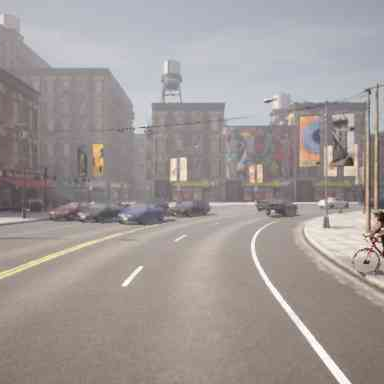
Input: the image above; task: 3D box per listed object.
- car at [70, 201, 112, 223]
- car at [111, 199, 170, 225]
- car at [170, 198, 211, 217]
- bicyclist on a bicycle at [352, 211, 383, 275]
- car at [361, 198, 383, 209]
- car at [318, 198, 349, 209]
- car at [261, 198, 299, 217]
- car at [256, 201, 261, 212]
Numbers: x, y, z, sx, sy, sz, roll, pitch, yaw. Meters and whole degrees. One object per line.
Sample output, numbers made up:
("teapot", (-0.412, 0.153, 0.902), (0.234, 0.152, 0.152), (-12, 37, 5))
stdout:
("car", (-6.814, 1.510, 25.511), (1.812, 1.442, 4.674), (0, 0, 20))
("car", (-3.584, 1.510, 24.147), (1.812, 1.442, 4.674), (0, 0, 20))
("car", (-0.107, 1.528, 31.396), (2.033, 1.411, 5.357), (0, 0, 31))
("bicyclist on a bicycle", (4.860, 1.295, 8.329), (1.656, 1.620, 0.582), (0, 0, 3))
("car", (24.176, 1.499, 43.322), (4.674, 1.442, 1.812), (0, 0, -20))
("car", (19.155, 1.498, 44.983), (4.674, 1.442, 1.812), (0, 0, -27))
("car", (8.658, 1.484, 31.735), (1.837, 1.490, 4.892), (-1, -1, 35))
("car", (9.103, 1.468, 37.587), (2.128, 1.511, 4.902), (0, 0, 42))
